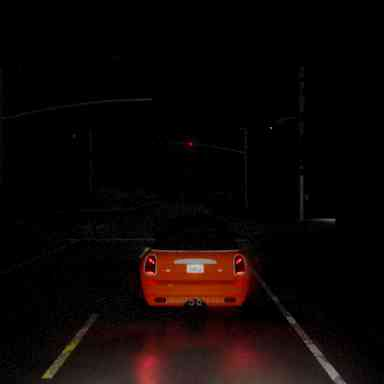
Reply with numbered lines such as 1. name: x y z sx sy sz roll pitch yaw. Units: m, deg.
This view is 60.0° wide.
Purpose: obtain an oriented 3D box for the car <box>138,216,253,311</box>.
1. car: 0.064 1.350 7.908 2.097 1.767 4.553 0 0 0

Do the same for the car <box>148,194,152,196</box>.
1. car: -11.075 1.340 76.819 4.553 1.767 2.097 0 0 24
